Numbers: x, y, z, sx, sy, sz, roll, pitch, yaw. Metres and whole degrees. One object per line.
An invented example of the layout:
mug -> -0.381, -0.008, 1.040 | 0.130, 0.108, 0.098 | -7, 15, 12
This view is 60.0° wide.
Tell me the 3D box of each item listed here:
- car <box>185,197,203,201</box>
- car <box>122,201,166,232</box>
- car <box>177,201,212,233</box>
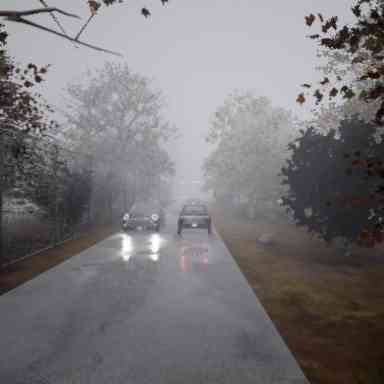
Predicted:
car -> 0.203, 1.344, 38.111 | 2.097, 1.767, 4.553 | 0, 0, 0
car -> -2.782, 1.346, 19.995 | 2.097, 1.767, 4.553 | 0, 0, 1
car -> 0.134, 1.487, 19.597 | 2.128, 1.511, 4.902 | 0, 0, 0
